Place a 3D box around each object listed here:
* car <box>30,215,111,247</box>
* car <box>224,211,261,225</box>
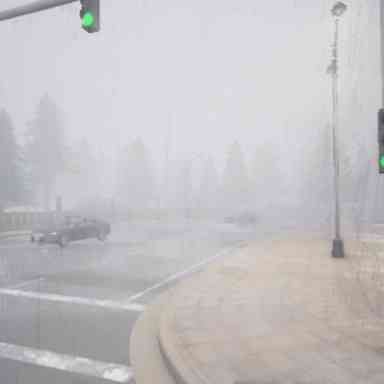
[{"bbox_3d":[-6.523,2.072,18.358,2.128,1.511,4.902,-1,-2,24],"label":"car"},{"bbox_3d":[5.304,2.663,34.977,4.181,1.385,1.994,1,-3,-39],"label":"car"}]
